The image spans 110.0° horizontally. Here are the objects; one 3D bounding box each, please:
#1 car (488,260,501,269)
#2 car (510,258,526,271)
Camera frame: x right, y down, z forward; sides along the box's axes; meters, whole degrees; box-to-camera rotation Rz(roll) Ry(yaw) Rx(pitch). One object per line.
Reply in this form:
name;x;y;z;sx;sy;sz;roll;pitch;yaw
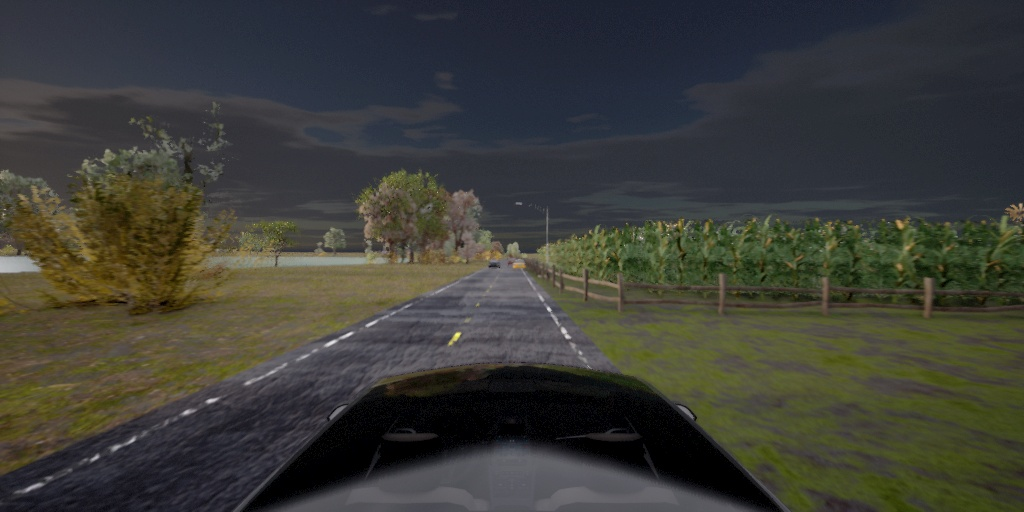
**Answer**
car;-2.748;1.261;56.977;2.033;1.411;5.357;0;0;1
car;0.998;1.175;49.652;1.801;1.575;5.366;0;0;0
